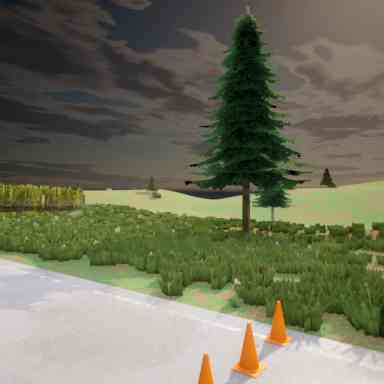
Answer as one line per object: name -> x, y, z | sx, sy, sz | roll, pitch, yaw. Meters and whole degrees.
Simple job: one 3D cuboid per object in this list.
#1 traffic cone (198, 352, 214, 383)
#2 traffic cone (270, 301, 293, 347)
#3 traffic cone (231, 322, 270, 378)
traffic cone -> 0.145, 1.955, 3.431 | 0.340, 0.580, 0.340 | 0, 0, 36
traffic cone -> 1.314, 1.955, 5.053 | 0.340, 0.580, 0.340 | 0, 0, 36
traffic cone -> 0.729, 1.955, 4.242 | 0.340, 0.580, 0.340 | 0, 0, 36
